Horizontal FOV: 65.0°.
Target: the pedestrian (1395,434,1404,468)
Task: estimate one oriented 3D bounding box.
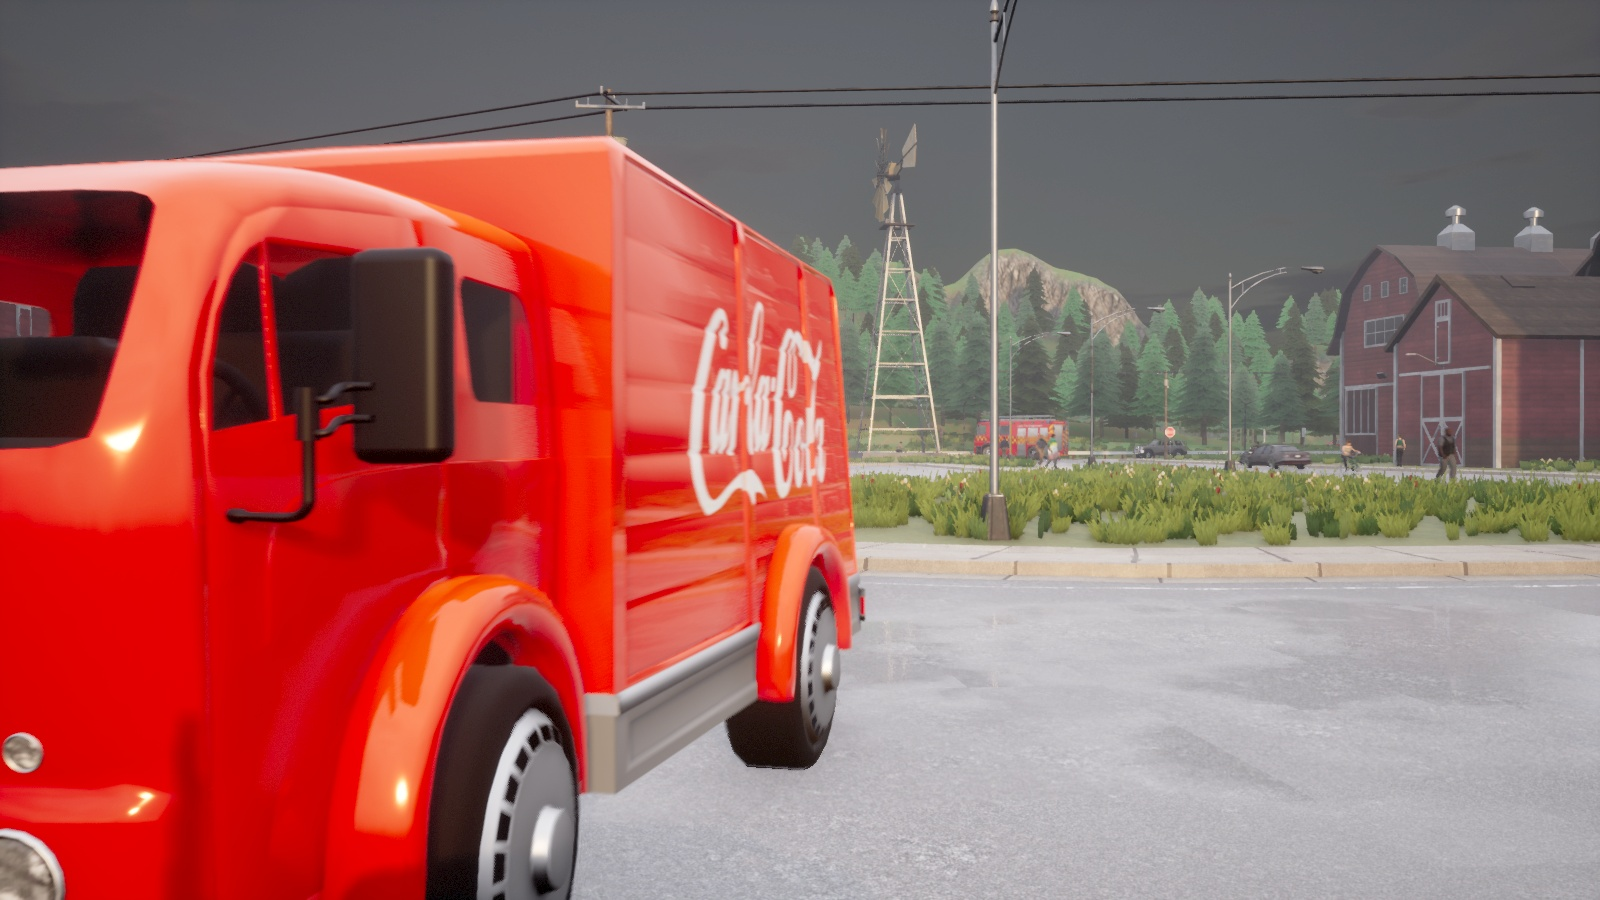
[{"bbox_3d":[32.782,0.037,68.658,0.345,1.836,0.594,0,0,15],"label":"pedestrian"}]

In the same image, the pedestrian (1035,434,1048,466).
[{"bbox_3d":[14.152,-0.002,73.606,0.540,1.848,0.694,0,0,-10],"label":"pedestrian"}]

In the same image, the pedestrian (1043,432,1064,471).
[{"bbox_3d":[12.890,0.055,63.817,0.659,1.952,0.873,0,0,-29],"label":"pedestrian"}]

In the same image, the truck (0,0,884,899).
[{"bbox_3d":[-1.405,0.226,4.770,2.627,2.467,5.204,0,1,13],"label":"truck"}]

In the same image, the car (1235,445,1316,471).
[{"bbox_3d":[26.946,0.412,71.412,2.033,1.411,5.357,0,0,-8],"label":"car"}]

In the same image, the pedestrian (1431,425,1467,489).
[{"bbox_3d":[19.506,0.204,37.771,0.563,1.883,0.849,0,0,-8],"label":"pedestrian"}]
